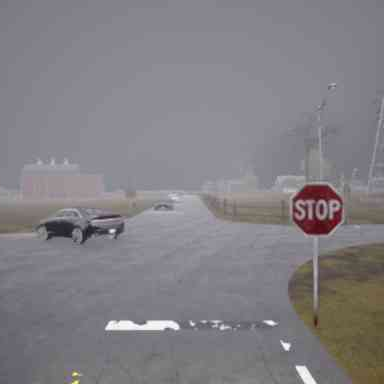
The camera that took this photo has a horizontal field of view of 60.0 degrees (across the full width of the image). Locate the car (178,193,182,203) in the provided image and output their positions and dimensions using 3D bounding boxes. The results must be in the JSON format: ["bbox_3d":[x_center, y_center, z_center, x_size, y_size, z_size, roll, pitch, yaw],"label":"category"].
[{"bbox_3d":[-2.917,1.033,50.868,1.812,1.442,4.674,0,1,0],"label":"car"}]

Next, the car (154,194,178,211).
[{"bbox_3d":[-2.908,1.198,35.647,2.033,1.411,5.357,0,1,0],"label":"car"}]

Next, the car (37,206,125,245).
[{"bbox_3d":[-5.059,1.403,14.765,4.902,1.511,2.128,-2,0,39],"label":"car"}]

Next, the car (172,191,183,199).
[{"bbox_3d":[-2.862,0.505,66.205,2.128,1.511,4.902,0,1,0],"label":"car"}]
